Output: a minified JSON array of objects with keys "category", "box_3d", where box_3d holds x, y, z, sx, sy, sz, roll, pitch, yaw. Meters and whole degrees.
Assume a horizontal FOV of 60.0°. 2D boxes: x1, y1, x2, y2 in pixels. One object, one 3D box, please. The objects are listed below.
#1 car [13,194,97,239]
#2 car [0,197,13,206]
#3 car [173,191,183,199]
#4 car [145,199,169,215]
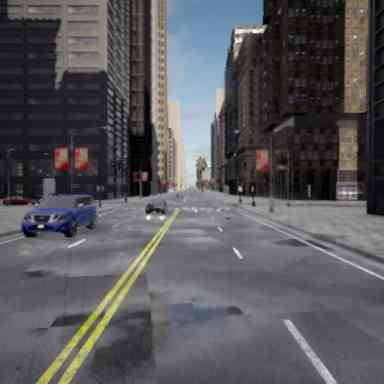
[{"category":"car","box_3d":[-6.585,1.137,17.256,2.150,2.045,5.566,0,0,0]},{"category":"car","box_3d":[-22.752,1.185,44.563,4.507,1.381,1.887,0,0,0]},{"category":"car","box_3d":[-3.196,0.992,86.933,2.128,1.511,4.902,0,0,0]},{"category":"car","box_3d":[-3.285,1.384,31.997,2.033,1.411,5.357,0,0,1]}]
